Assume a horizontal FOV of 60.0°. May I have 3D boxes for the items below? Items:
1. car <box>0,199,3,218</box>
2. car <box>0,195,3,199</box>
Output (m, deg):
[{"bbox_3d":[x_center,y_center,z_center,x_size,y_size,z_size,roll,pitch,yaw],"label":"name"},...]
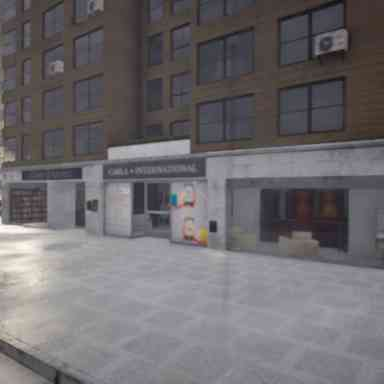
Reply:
[{"bbox_3d":[-17.446,1.556,27.297,1.947,1.339,4.313,0,0,36],"label":"car"},{"bbox_3d":[-20.635,1.260,36.585,2.192,1.841,5.009,0,0,36],"label":"car"}]
